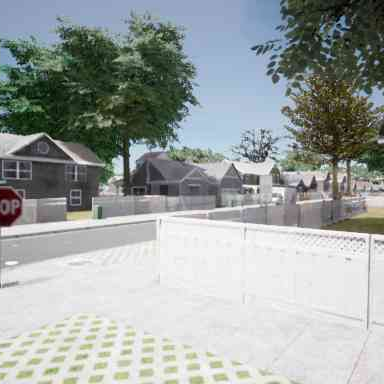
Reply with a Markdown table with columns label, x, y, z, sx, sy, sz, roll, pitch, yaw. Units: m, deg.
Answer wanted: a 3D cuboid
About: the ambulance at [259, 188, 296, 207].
| label | x | y | z | sx | sy | sz | roll | pitch | yaw |
| --- | --- | --- | --- | --- | --- | --- | --- | --- | --- |
| ambulance | 9.785 | 0.785 | 37.861 | 2.351 | 2.431 | 6.366 | 0 | 0 | 35 |
